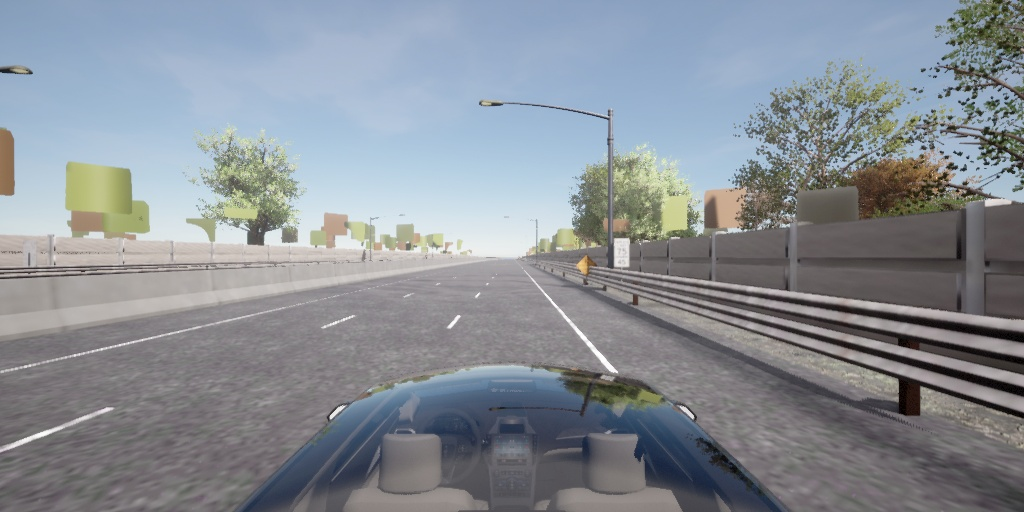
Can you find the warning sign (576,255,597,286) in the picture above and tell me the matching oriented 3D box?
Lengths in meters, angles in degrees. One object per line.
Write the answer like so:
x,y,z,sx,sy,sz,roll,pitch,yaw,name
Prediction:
4.550,0.869,21.842,1.300,1.860,1.060,0,0,0,warning sign
